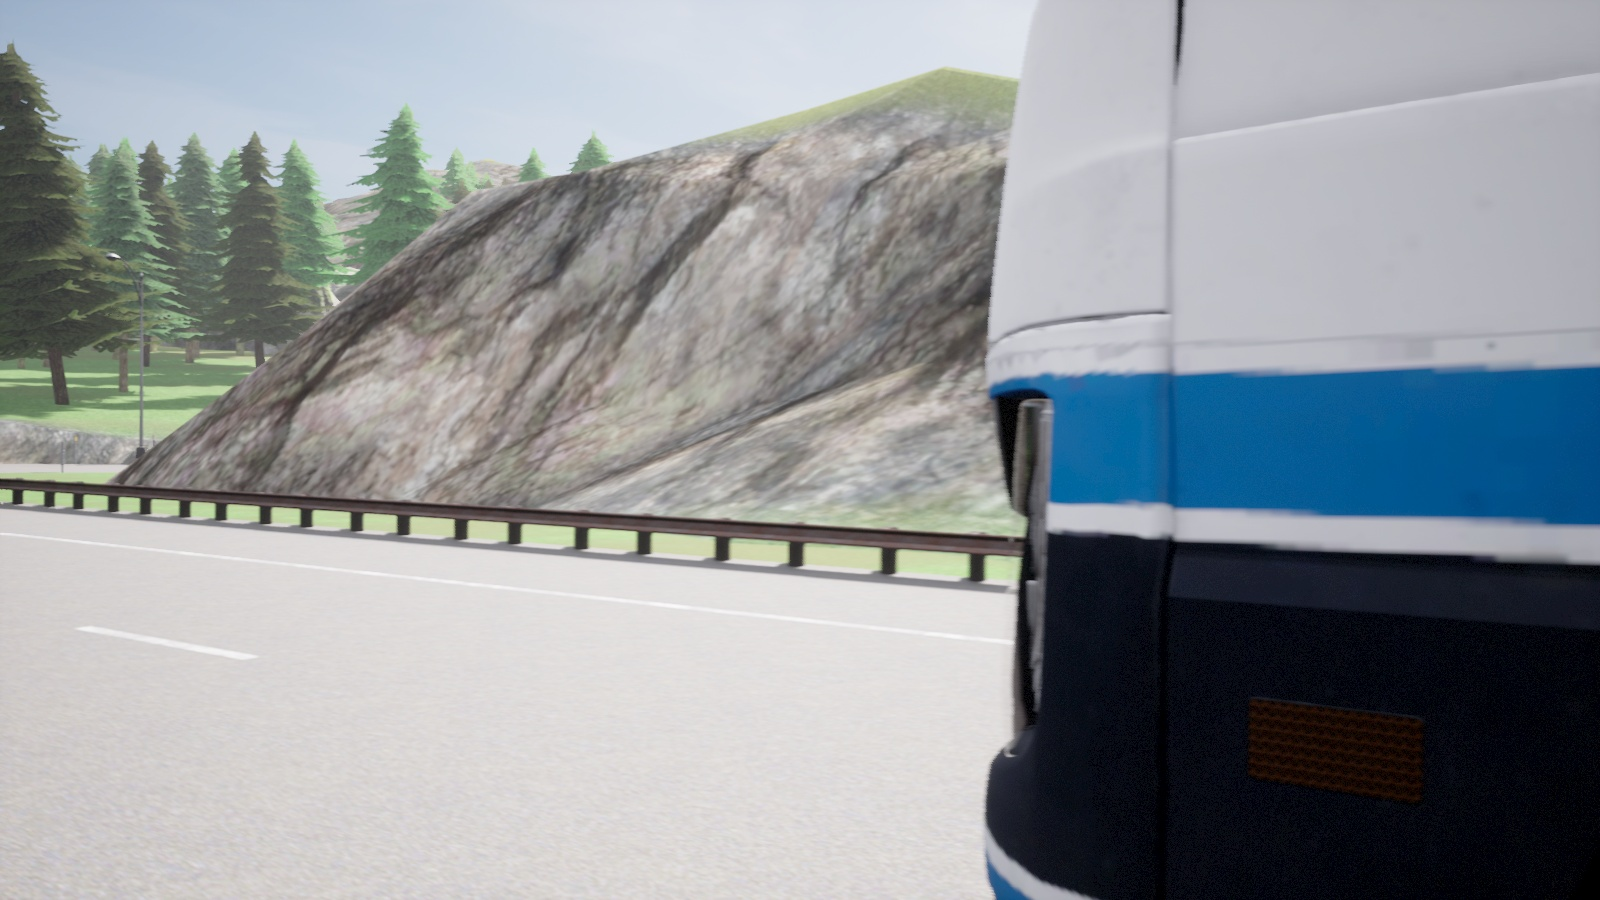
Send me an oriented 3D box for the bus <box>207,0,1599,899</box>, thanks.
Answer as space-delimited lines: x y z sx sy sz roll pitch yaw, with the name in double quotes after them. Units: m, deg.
4.523 -0.694 0.591 10.273 4.253 3.944 0 1 34 "bus"
